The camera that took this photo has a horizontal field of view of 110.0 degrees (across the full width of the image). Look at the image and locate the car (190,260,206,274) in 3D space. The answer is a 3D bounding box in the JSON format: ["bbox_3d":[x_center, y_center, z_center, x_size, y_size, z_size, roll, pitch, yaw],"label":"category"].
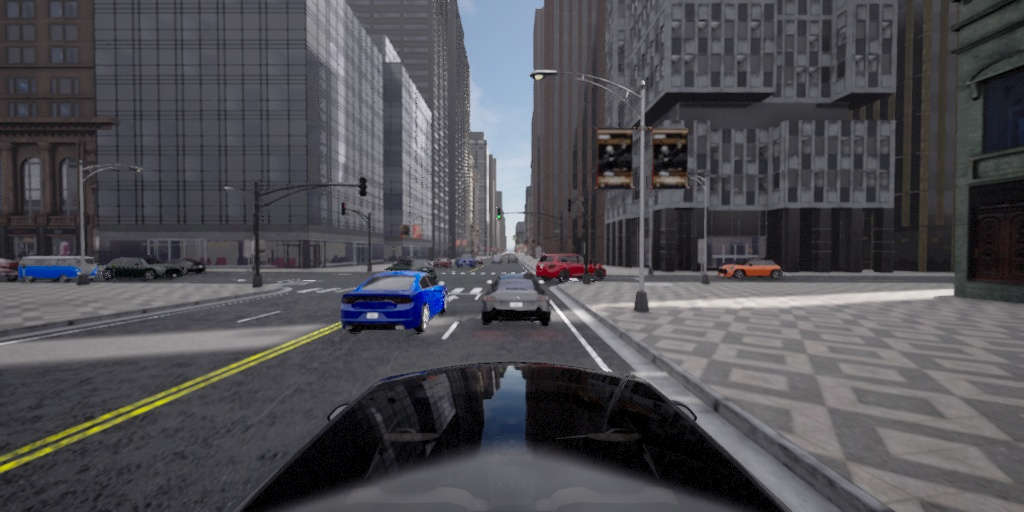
[{"bbox_3d":[-30.500,0.972,32.761,4.313,1.339,1.948,0,0,0],"label":"car"}]

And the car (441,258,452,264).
[{"bbox_3d":[-9.763,0.980,50.756,1.882,1.535,5.008,0,0,0],"label":"car"}]

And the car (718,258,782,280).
[{"bbox_3d":[19.909,1.027,30.181,4.553,1.767,2.097,0,1,0],"label":"car"}]

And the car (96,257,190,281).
[{"bbox_3d":[-27.627,0.878,26.973,4.553,1.767,2.097,0,1,0],"label":"car"}]

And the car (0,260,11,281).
[{"bbox_3d":[-36.168,1.114,24.250,4.207,1.307,1.802,0,0,0],"label":"car"}]

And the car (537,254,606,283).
[{"bbox_3d":[4.450,0.897,26.683,5.566,2.045,2.150,0,-1,-30],"label":"car"}]

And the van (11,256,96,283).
[{"bbox_3d":[-30.519,0.903,24.237,3.998,1.789,1.690,0,0,0],"label":"van"}]

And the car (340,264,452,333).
[{"bbox_3d":[-3.140,1.179,10.545,1.882,1.535,5.008,0,0,0],"label":"car"}]

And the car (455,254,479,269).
[{"bbox_3d":[-6.505,0.720,51.436,2.150,2.045,5.566,0,0,1],"label":"car"}]

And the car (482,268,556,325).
[{"bbox_3d":[0.114,1.260,11.602,1.994,1.385,4.181,0,0,0],"label":"car"}]

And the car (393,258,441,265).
[{"bbox_3d":[-7.725,0.976,26.941,4.553,1.767,2.097,1,2,44],"label":"car"}]
